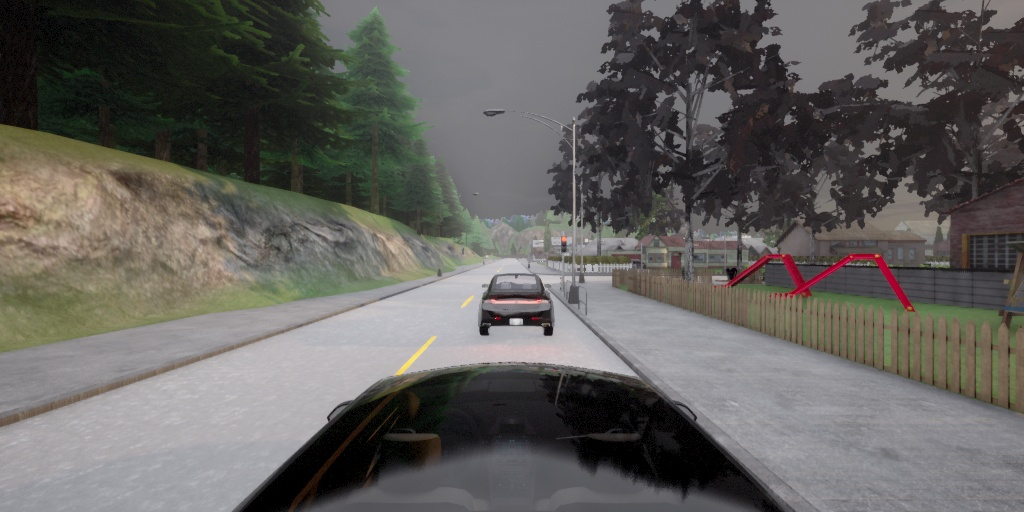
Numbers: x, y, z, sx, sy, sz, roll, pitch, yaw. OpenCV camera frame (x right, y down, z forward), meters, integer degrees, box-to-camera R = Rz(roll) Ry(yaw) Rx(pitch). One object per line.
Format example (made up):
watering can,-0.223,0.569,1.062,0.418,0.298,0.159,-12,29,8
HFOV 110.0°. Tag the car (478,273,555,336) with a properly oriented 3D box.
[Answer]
car,0.125,1.242,10.364,2.128,1.511,4.902,0,0,1
